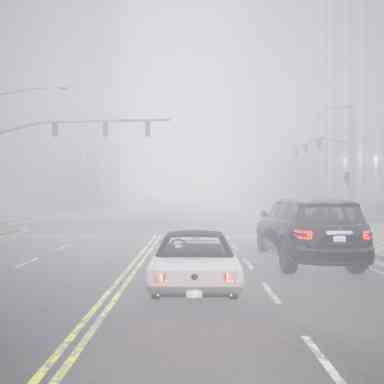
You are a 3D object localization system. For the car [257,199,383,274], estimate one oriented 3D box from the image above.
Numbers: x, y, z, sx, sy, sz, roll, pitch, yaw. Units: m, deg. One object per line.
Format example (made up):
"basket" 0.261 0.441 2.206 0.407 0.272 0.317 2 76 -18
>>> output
"car" 3.583 1.222 10.723 2.150 2.045 5.566 0 0 0

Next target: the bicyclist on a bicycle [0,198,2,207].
"bicyclist on a bicycle" -26.380 1.301 45.389 0.582 1.620 1.656 0 0 -1

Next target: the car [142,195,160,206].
"car" -7.040 1.352 55.236 2.097 1.767 4.553 0 0 0

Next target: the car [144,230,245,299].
"car" 0.067 1.601 8.369 1.895 1.301 4.718 0 0 1

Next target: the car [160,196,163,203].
"car" -6.965 1.547 66.715 2.033 1.411 5.357 0 0 0
